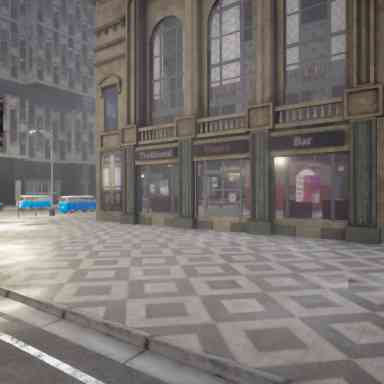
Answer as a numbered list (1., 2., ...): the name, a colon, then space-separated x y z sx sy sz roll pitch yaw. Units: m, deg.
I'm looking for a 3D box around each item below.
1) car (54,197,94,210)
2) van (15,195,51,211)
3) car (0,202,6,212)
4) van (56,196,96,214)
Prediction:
1. car: -15.364 1.466 43.521 1.752 1.417 4.829 0 0 36
2. van: -18.537 1.292 39.092 1.690 1.788 3.998 0 0 36
3. car: -21.809 1.513 34.525 2.008 1.369 4.403 0 0 36
4. van: -11.606 1.282 34.129 1.690 1.788 3.998 0 0 36
